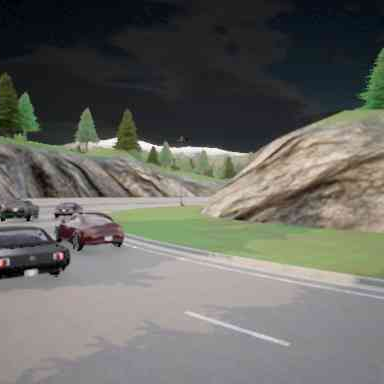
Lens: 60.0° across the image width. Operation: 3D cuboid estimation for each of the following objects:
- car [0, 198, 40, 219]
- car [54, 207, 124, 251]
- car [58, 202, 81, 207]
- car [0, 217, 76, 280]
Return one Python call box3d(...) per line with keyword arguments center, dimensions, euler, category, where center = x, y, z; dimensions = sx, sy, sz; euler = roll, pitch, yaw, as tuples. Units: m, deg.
box3d(center=(-14.100, 1.433, 27.572), dimensions=(2.097, 1.767, 4.553), euler=(1, 0, -15), category="car")
box3d(center=(-4.510, 1.588, 14.430), dimensions=(1.812, 1.442, 4.674), euler=(0, 0, -36), category="car")
box3d(center=(-11.428, 1.667, 31.063), dimensions=(2.033, 1.411, 5.357), euler=(0, 0, -9), category="car")
box3d(center=(-5.250, 1.629, 9.601), dimensions=(1.895, 1.301, 4.718), euler=(1, 0, -40), category="car")
